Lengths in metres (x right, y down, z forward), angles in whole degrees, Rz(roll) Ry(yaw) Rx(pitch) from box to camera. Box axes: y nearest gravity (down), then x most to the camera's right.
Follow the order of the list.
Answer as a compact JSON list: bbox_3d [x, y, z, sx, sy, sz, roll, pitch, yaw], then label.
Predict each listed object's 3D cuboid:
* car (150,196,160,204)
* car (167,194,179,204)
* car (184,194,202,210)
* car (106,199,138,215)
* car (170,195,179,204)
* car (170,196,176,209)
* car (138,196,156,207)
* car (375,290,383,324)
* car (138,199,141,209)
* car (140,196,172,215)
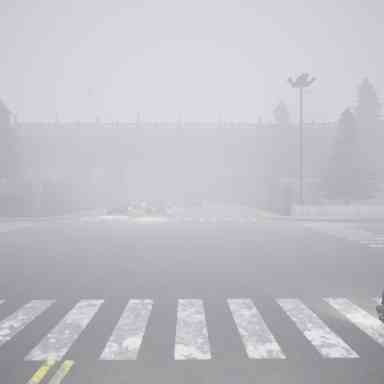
[{"bbox_3d":[-7.240,1.515,65.196,1.812,1.442,4.674,0,0,-4],"label":"car"},{"bbox_3d":[-3.712,1.342,64.708,2.097,1.767,4.553,0,0,-3],"label":"car"},{"bbox_3d":[0.148,1.214,43.876,2.150,2.045,5.566,0,0,0],"label":"car"},{"bbox_3d":[-7.096,1.559,33.207,1.994,1.385,4.181,0,0,2],"label":"car"},{"bbox_3d":[-3.498,1.592,52.554,1.895,1.301,4.718,0,0,0],"label":"car"},{"bbox_3d":[-3.535,1.557,42.616,1.994,1.385,4.181,0,0,1],"label":"car"},{"bbox_3d":[-7.001,1.483,52.589,2.128,1.511,4.902,0,0,1],"label":"car"},{"bbox_3d":[3.677,1.547,2.654,2.033,1.411,5.357,0,0,2],"label":"car"},{"bbox_3d":[-7.043,1.541,42.445,2.033,1.411,5.357,0,0,0],"label":"car"},{"bbox_3d":[-3.554,1.486,33.728,2.128,1.511,4.902,0,0,0],"label":"car"}]
